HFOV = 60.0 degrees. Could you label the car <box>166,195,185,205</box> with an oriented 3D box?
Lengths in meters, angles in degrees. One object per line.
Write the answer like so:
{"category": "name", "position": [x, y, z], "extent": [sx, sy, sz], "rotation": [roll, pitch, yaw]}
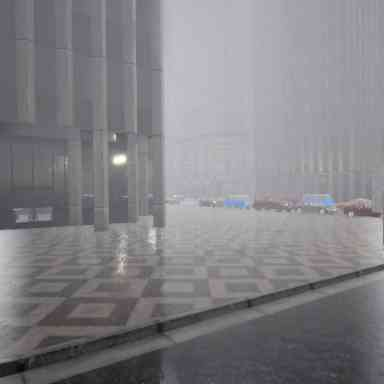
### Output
{"category": "car", "position": [-3.741, 1.439, 55.872], "extent": [2.008, 1.369, 4.403], "rotation": [-1, 1, -36]}

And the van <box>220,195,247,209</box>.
{"category": "van", "position": [5.896, 1.294, 42.386], "extent": [1.690, 1.788, 3.998], "rotation": [-1, 1, -36]}

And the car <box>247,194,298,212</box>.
{"category": "car", "position": [9.110, 1.290, 37.890], "extent": [2.192, 1.841, 5.009], "rotation": [-1, 1, -36]}

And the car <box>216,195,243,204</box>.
{"category": "car", "position": [6.326, 1.296, 56.466], "extent": [1.752, 1.417, 4.829], "rotation": [-1, 1, -36]}

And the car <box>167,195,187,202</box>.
{"category": "car", "position": [-3.209, 1.257, 69.815], "extent": [2.008, 1.369, 4.403], "rotation": [-1, 1, -36]}

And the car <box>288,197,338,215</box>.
{"category": "car", "position": [12.325, 1.549, 33.398], "extent": [2.008, 1.369, 4.403], "rotation": [-1, 1, -36]}

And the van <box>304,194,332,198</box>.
{"category": "van", "position": [16.057, 1.178, 42.838], "extent": [1.690, 1.788, 3.998], "rotation": [-1, 1, -36]}

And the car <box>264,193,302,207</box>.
{"category": "car", "position": [12.845, 1.130, 47.334], "extent": [2.192, 1.841, 5.009], "rotation": [-1, 1, -36]}

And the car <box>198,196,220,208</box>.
{"category": "car", "position": [2.685, 1.371, 46.881], "extent": [1.967, 1.590, 4.097], "rotation": [-1, 1, -36]}

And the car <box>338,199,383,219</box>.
{"category": "car", "position": [15.538, 1.566, 28.903], "extent": [1.887, 1.381, 4.507], "rotation": [-1, 1, -36]}
